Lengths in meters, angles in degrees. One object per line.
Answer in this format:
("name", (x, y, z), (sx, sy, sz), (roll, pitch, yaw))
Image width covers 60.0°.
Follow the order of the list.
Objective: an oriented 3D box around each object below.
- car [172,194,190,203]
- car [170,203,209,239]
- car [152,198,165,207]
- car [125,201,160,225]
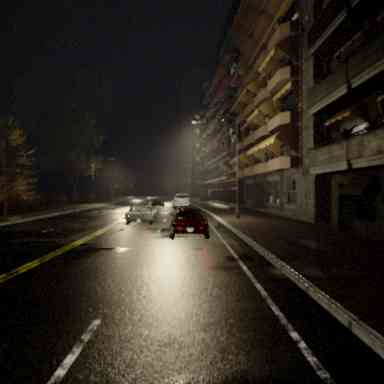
("car", (-1.409, 1.216, 44.528), (2.150, 2.045, 5.566), (0, 0, -4))
("car", (-0.145, 1.521, 17.256), (1.812, 1.442, 4.674), (0, 0, -2))
("car", (-5.148, 1.601, 50.989), (1.895, 1.301, 4.718), (0, 0, -4))
("car", (-3.618, 1.600, 24.311), (1.895, 1.301, 4.718), (0, 0, -2))
